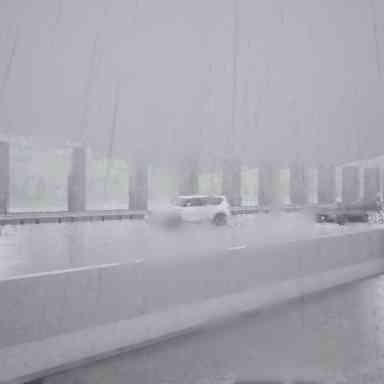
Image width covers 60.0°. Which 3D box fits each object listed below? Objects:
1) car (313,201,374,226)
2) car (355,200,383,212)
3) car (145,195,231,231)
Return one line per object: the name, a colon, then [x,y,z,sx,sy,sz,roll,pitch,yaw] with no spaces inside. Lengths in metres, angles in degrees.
car: [10.442,1.563,23.319,4.181,1.385,1.994,0,0,-32]
car: [18.917,1.547,36.765,5.357,1.411,2.033,0,0,-31]
car: [-0.115,1.223,20.727,5.566,2.045,2.150,0,0,-33]
